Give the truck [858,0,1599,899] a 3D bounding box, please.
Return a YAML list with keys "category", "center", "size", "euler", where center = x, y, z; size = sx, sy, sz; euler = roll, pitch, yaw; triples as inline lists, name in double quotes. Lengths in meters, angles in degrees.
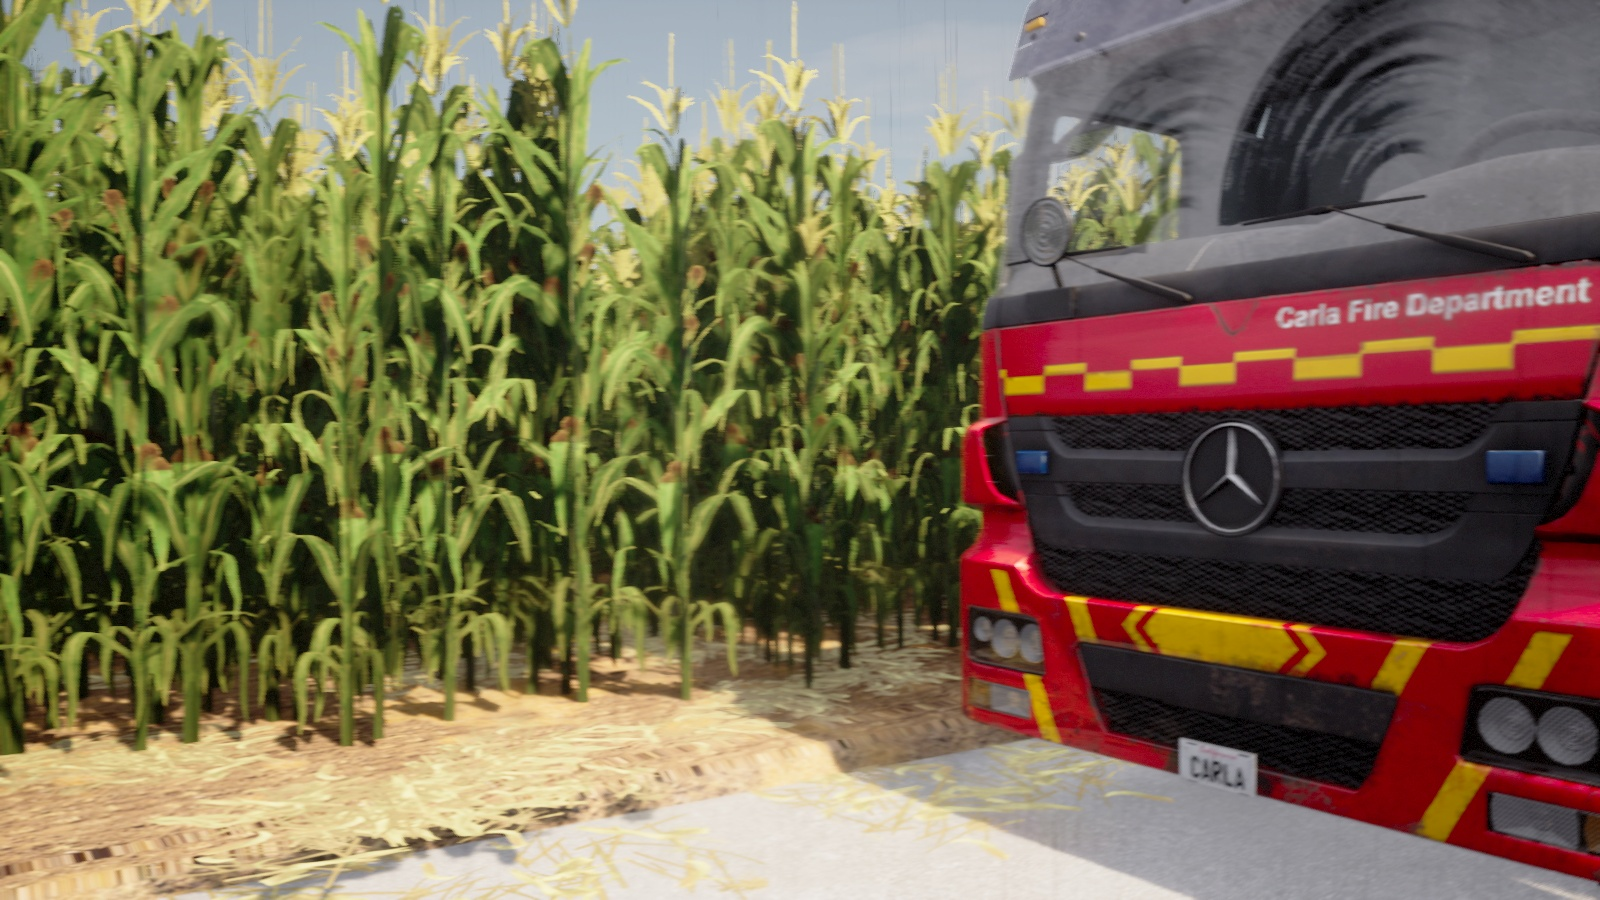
- category: "truck"
  center: [4.546, -0.442, 6.340]
  size: [8.468, 3.827, 2.891]
  euler: [0, 0, -35]
